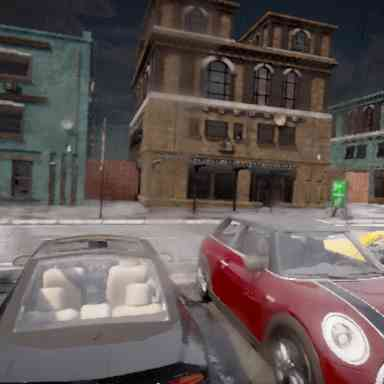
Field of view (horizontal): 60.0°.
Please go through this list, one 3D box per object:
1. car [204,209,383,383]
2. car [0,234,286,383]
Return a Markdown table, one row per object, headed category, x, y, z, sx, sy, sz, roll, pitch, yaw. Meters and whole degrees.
| category | x | y | z | sx | sy | sz | roll | pitch | yaw |
| --- | --- | --- | --- | --- | --- | --- | --- | --- | --- |
| car | 1.615 | 1.226 | 4.951 | 2.185 | 1.767 | 4.553 | 2 | 2 | -15 |
| car | -1.182 | 1.278 | 4.146 | 2.231 | 1.521 | 4.892 | 2 | 2 | -15 |
